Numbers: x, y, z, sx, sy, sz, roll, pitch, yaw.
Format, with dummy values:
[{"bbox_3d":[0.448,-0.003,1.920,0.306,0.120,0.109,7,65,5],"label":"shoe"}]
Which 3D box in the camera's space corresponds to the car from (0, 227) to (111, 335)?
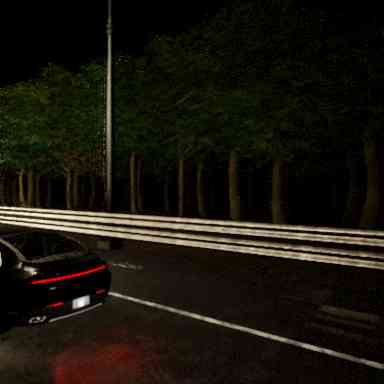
[{"bbox_3d":[-3.714,1.473,6.644,4.892,1.490,1.837,0,0,36],"label":"car"}]
